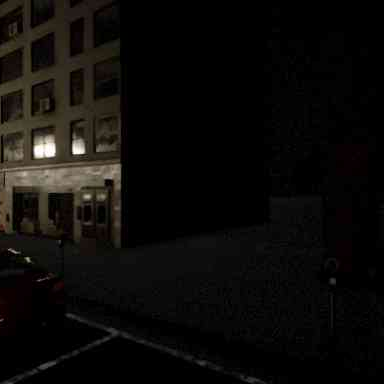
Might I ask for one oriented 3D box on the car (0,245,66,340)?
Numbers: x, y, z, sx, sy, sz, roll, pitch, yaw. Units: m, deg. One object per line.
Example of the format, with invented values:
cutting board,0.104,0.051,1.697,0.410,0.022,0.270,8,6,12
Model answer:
car,-3.924,1.595,5.879,4.206,1.307,1.802,0,0,35
